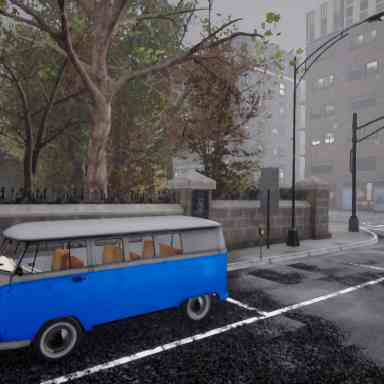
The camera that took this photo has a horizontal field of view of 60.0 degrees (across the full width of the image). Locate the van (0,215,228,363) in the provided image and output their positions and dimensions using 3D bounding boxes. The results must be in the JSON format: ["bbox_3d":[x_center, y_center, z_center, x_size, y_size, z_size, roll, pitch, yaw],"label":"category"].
[{"bbox_3d":[-1.246,1.342,5.601,3.998,1.788,1.690,0,1,-35],"label":"van"}]
